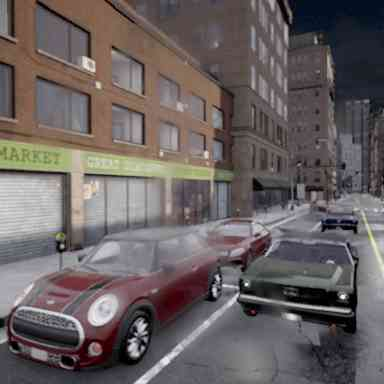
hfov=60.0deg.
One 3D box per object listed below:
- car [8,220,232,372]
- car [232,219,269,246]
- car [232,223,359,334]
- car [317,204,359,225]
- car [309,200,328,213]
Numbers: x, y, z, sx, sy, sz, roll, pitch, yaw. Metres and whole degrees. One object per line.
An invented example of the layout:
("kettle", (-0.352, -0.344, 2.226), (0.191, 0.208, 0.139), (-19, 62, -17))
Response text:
("car", (-0.978, 1.437, 5.819), (1.967, 1.590, 4.097), (-1, 0, 26))
("car", (1.481, 1.582, 10.834), (1.802, 1.307, 4.206), (-1, 0, 26))
("car", (2.505, 1.604, 7.074), (1.895, 1.301, 4.718), (0, 0, 26))
("car", (8.735, 1.609, 19.554), (1.895, 1.301, 4.718), (0, 0, 26))
("car", (13.772, 1.549, 35.913), (1.887, 1.381, 4.507), (-1, 0, 26))
